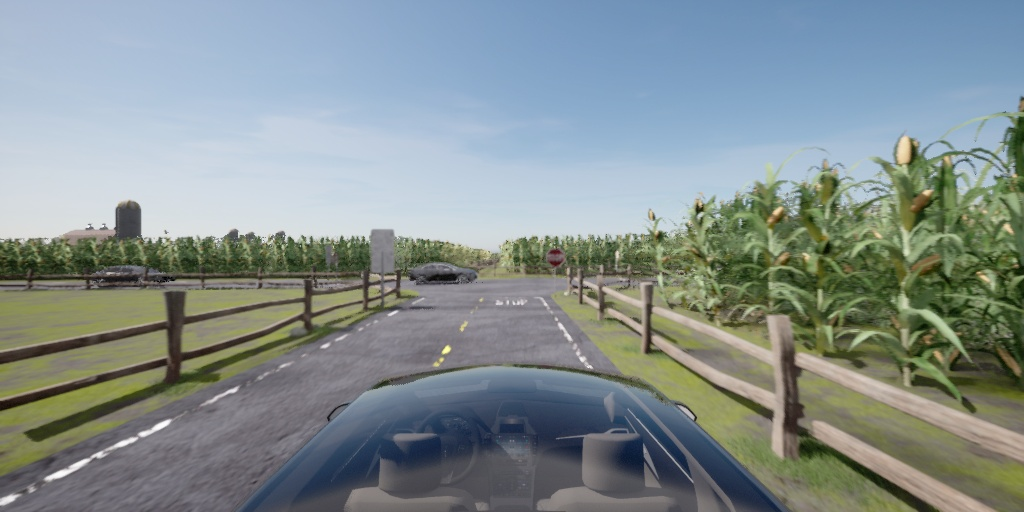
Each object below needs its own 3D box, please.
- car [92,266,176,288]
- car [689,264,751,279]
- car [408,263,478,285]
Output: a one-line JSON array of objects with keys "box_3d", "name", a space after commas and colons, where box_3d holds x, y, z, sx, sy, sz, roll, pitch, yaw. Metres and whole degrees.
[{"box_3d": [-27.241, 1.468, 25.900, 4.892, 1.490, 1.837, 0, 0, 0], "name": "car"}, {"box_3d": [14.937, 1.148, 25.833, 4.674, 1.442, 1.812, 0, 0, 0], "name": "car"}, {"box_3d": [-4.947, 1.263, 25.864, 4.902, 1.511, 2.128, -1, 0, 0], "name": "car"}]
